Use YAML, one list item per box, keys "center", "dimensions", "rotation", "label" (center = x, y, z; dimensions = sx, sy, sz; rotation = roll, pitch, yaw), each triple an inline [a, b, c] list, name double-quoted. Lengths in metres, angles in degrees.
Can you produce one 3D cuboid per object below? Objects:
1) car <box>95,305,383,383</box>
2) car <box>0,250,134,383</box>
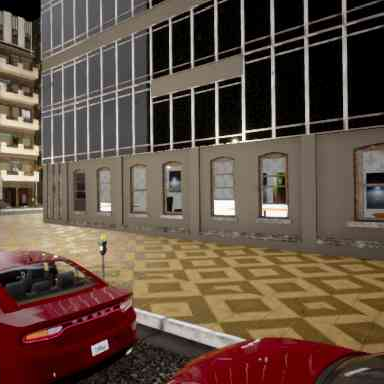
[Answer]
- center: [1.765, 1.545, 1.626]
  dimensions: [4.507, 1.381, 1.887]
  rotation: [0, -1, 36]
  label: "car"
- center: [-2.804, 1.546, 4.892]
  dimensions: [4.507, 1.381, 1.887]
  rotation: [0, -1, 36]
  label: "car"
